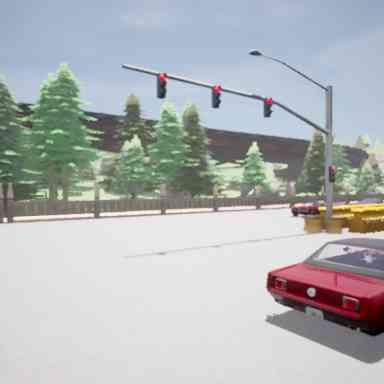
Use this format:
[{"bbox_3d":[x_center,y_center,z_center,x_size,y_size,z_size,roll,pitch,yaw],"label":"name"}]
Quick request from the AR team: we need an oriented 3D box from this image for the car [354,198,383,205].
[{"bbox_3d":[18.808,1.321,34.490,5.357,1.411,2.033,0,0,-36],"label":"car"}]

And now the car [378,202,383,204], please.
[{"bbox_3d":[11.273,1.359,16.092,5.008,1.535,1.882,-1,0,-36],"label":"car"}]

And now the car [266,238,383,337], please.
[{"bbox_3d":[3.686,1.558,6.378,4.718,1.301,1.895,0,0,-36],"label":"car"}]

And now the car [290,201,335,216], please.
[{"bbox_3d":[10.658,1.438,28.754,4.718,1.301,1.895,0,0,-35],"label":"car"}]
